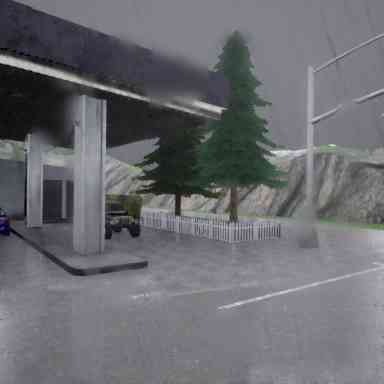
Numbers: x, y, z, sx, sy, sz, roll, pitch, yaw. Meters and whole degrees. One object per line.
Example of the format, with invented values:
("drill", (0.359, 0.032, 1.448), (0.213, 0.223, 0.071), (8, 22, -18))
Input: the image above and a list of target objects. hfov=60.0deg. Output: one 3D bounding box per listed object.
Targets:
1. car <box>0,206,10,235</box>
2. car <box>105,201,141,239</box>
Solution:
("car", (-11.569, 1.521, 18.540), (2.242, 1.667, 4.611), (1, 0, -36))
("car", (-4.438, 1.445, 18.337), (1.905, 1.878, 3.866), (1, 0, -36))
